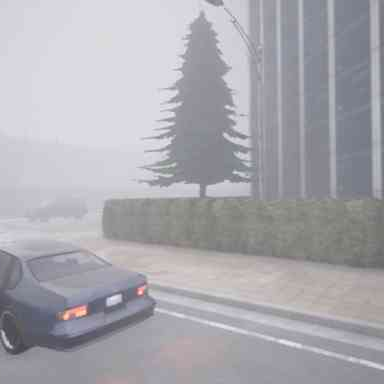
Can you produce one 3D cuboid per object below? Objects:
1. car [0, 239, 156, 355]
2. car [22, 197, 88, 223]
[{"bbox_3d":[-3.152,1.626,6.223,5.357,1.411,2.033,-1,-1,36],"label":"car"},{"bbox_3d":[-11.949,1.513,29.468,2.150,2.045,5.566,-1,-1,35],"label":"car"}]
